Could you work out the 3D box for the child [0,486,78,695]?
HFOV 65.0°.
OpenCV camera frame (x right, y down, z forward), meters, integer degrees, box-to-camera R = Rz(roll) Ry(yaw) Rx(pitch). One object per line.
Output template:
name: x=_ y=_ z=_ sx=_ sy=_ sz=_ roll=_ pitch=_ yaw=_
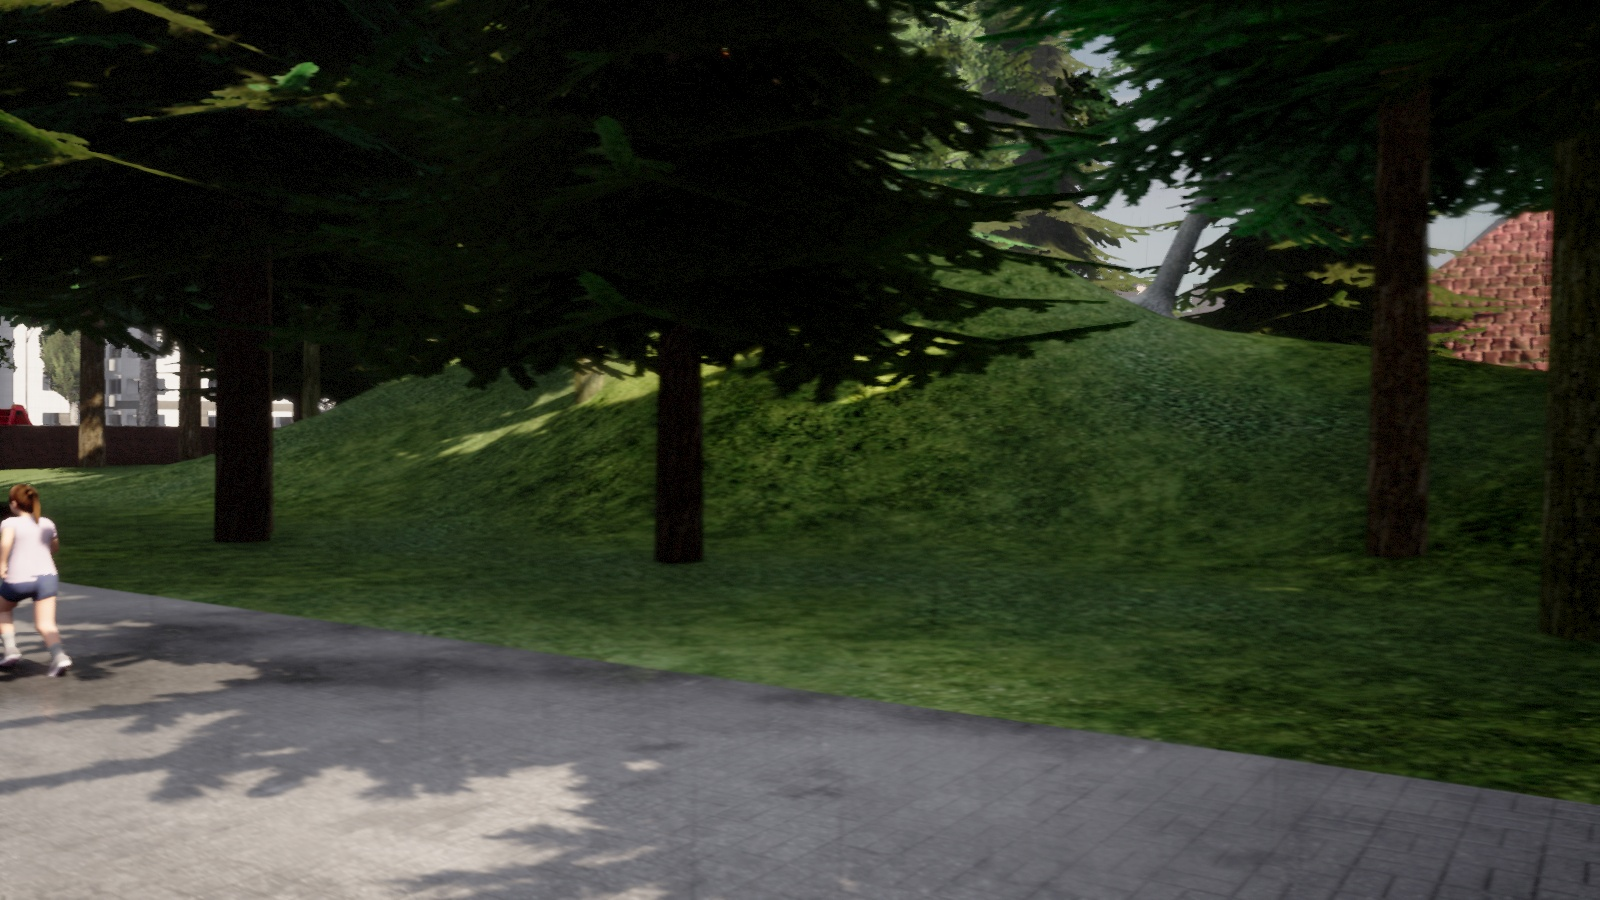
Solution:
child: x=-4.245 y=0.764 z=6.972 sx=0.394 sy=1.110 sz=0.255 roll=0 pitch=1 yaw=36
